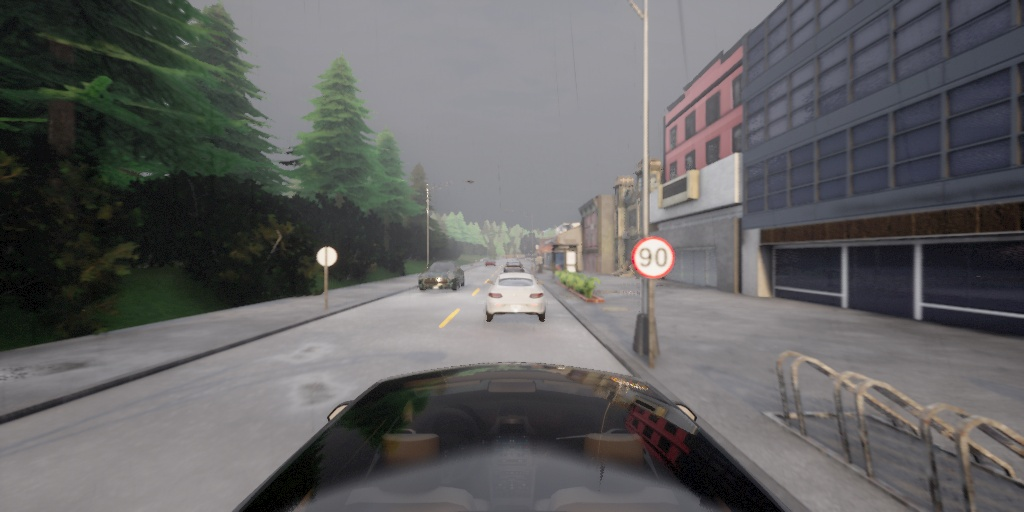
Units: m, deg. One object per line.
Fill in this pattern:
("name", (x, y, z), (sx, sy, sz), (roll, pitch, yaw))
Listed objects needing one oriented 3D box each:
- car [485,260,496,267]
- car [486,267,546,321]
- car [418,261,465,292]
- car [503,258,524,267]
("car", (-3.906, 1.342, 65.076), (1.895, 1.301, 4.718), (0, 0, 1))
("car", (0.114, 1.274, 12.376), (1.812, 1.442, 4.674), (0, 0, 0))
("car", (-4.068, 1.098, 21.380), (2.097, 1.767, 4.553), (0, 0, 0))
("car", (0.153, 1.238, 32.987), (2.128, 1.511, 4.902), (0, 0, 0))
